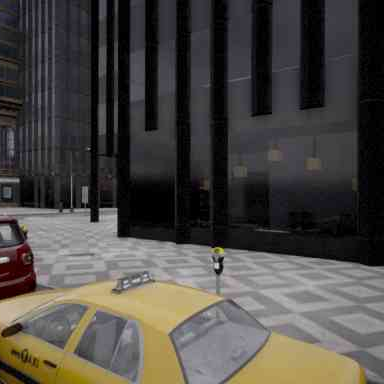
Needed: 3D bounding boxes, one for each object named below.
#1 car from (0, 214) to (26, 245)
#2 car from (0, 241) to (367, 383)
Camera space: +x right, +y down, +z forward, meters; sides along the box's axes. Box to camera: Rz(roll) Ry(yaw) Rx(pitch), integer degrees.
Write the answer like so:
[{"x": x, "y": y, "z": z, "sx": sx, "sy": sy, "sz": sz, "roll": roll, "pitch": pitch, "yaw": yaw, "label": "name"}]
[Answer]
[{"x": -5.097, "y": 1.314, "z": 6.552, "sx": 5.009, "sy": 1.841, "sz": 2.192, "roll": 0, "pitch": 0, "yaw": 35, "label": "car"}, {"x": -0.803, "y": 1.525, "z": 3.524, "sx": 4.829, "sy": 1.417, "sz": 1.752, "roll": 0, "pitch": 0, "yaw": 35, "label": "car"}]
